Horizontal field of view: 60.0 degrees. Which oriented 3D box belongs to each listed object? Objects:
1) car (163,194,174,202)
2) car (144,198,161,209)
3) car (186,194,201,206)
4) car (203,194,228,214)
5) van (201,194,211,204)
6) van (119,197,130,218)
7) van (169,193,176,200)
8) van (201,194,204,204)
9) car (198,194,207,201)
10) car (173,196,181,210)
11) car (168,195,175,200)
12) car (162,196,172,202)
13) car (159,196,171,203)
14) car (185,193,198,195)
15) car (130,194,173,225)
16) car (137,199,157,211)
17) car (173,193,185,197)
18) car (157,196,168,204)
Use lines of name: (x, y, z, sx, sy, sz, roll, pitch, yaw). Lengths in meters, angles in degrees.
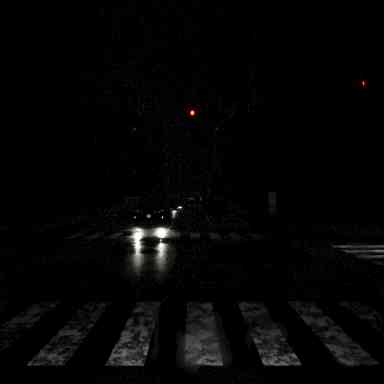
car: (-5.452, 1.306, 78.608, 2.192, 1.841, 5.009, 0, 0, 0)
car: (-5.438, 1.541, 46.171, 1.887, 1.381, 4.507, 0, 0, 0)
car: (0.013, 1.542, 55.217, 2.033, 1.411, 5.357, 0, 0, 0)
car: (2.678, 1.312, 35.365, 2.192, 1.841, 5.009, 0, 0, 0)
van: (2.634, 1.335, 62.397, 1.690, 1.788, 3.998, 0, 0, 0)
van: (-5.431, 1.339, 29.952, 1.690, 1.788, 3.998, 0, 0, 0)
van: (-5.459, 1.329, 94.827, 1.690, 1.788, 3.998, 0, 0, 0)
van: (2.651, 1.336, 51.584, 1.690, 1.788, 3.998, 0, 0, 0)
car: (2.599, 1.430, 84.021, 1.967, 1.590, 4.097, 0, 0, 0)
car: (-2.878, 1.544, 43.182, 2.033, 1.411, 5.357, 0, 0, 0)
car: (-5.457, 1.571, 89.421, 1.802, 1.307, 4.206, 0, 0, 0)
car: (-5.450, 1.557, 73.202, 1.947, 1.339, 4.313, 0, 0, 0)
car: (-5.447, 1.543, 67.795, 2.008, 1.369, 4.403, 0, 0, 0)
car: (-0.047, 1.485, 65.166, 2.128, 1.511, 4.902, 0, 0, 0)
car: (-2.868, 1.214, 24.672, 2.150, 2.045, 5.566, 0, 1, 0)
car: (-5.436, 1.563, 40.764, 1.947, 1.339, 4.313, 0, 0, 0)
car: (-2.793, 1.243, 59.301, 1.895, 1.301, 4.718, 0, 0, 0)
car: (-5.445, 1.519, 62.220, 1.752, 1.417, 4.829, 0, 0, 0)
